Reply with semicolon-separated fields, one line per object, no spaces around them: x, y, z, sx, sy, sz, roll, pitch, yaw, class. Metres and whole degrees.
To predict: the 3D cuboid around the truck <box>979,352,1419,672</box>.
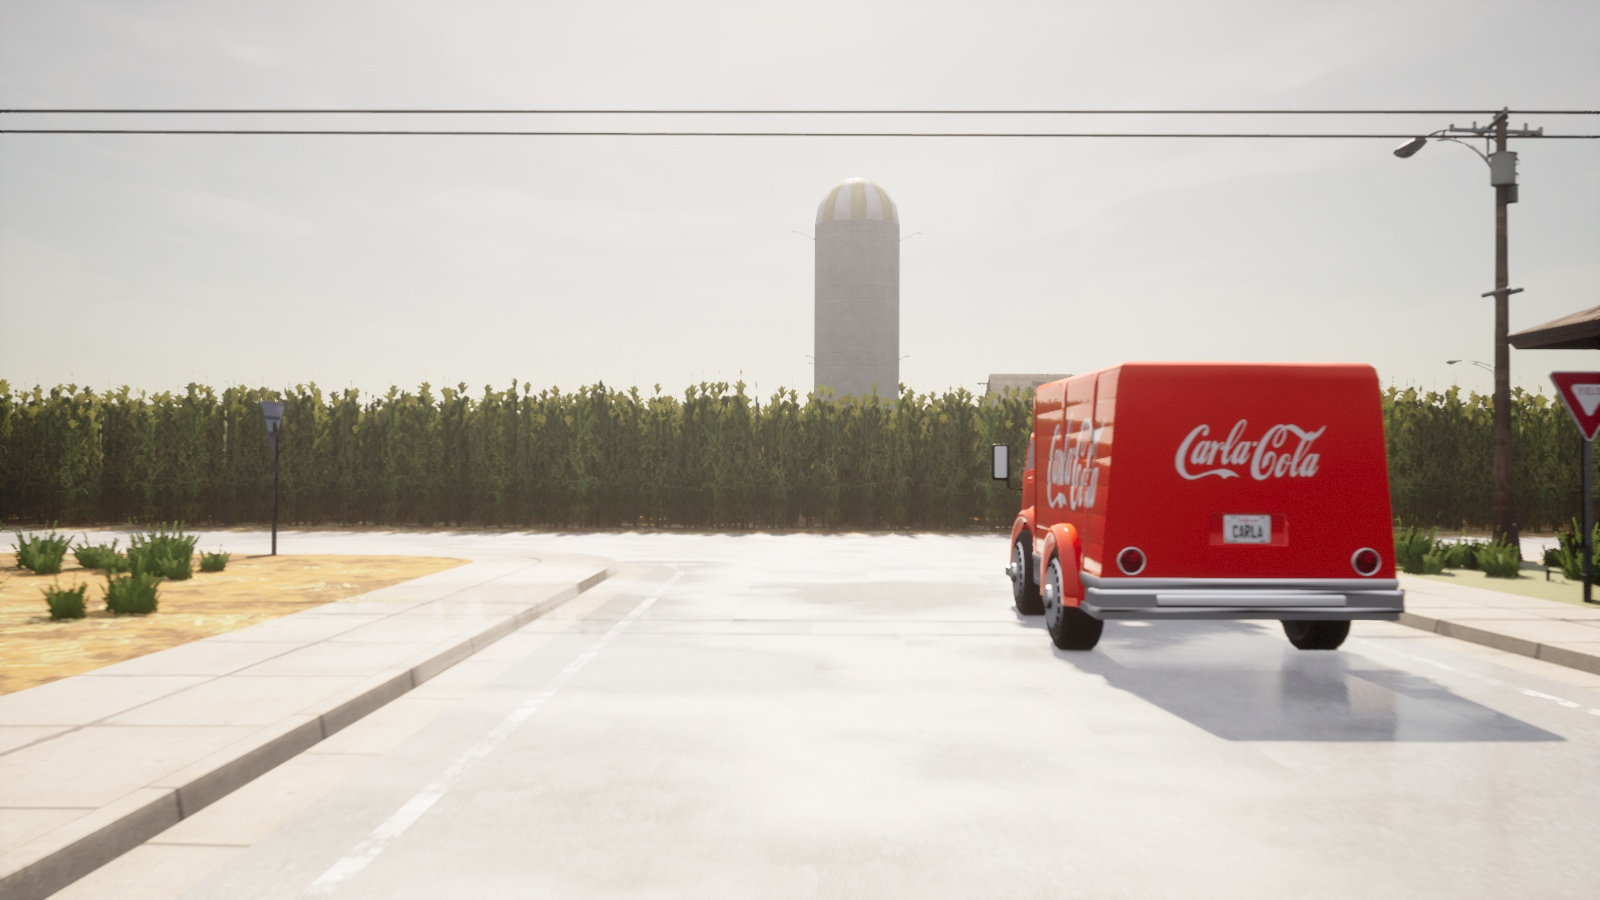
3.471;0.521;12.353;2.627;2.467;5.204;0;-1;0;truck
